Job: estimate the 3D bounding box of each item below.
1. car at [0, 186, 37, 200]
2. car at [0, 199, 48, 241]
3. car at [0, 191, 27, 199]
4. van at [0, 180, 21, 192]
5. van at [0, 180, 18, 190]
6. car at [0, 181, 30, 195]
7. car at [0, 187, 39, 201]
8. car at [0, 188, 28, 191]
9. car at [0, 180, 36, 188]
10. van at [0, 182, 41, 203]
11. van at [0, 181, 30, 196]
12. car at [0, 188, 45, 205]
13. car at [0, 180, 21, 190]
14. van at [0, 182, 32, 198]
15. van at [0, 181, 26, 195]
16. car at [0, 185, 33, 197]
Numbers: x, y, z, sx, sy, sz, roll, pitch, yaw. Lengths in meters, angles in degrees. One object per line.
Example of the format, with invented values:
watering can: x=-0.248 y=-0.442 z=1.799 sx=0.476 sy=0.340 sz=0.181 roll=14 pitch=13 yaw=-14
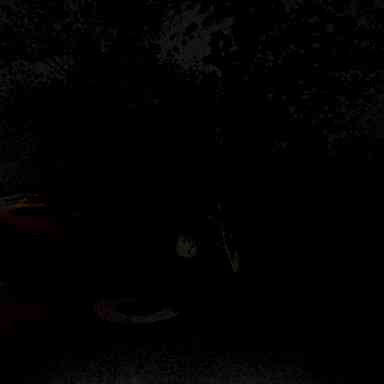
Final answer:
car: x=-20.976 y=0.099 z=39.060 sx=4.792 sy=1.488 sz=2.163 roll=1 pitch=2 yaw=-31
car: x=-7.012 y=1.265 z=15.316 sx=5.008 sy=1.535 sz=2.097 roll=1 pitch=2 yaw=-31
car: x=-8.382 y=1.019 z=17.716 sx=4.553 sy=1.767 sz=2.185 roll=1 pitch=2 yaw=-31
van: x=-35.021 y=-1.150 z=63.049 sx=4.442 sy=1.987 sz=1.878 roll=1 pitch=1 yaw=-31
van: x=-40.647 y=-1.542 z=72.587 sx=4.442 sy=1.987 sz=1.878 roll=1 pitch=1 yaw=-31
car: x=-28.047 y=-0.682 z=50.944 sx=5.566 sy=2.045 sz=2.435 roll=1 pitch=1 yaw=-31
car: x=-19.636 y=0.204 z=36.789 sx=4.792 sy=1.488 sz=2.163 roll=1 pitch=2 yaw=-31
car: x=-12.728 y=0.776 z=24.654 sx=5.366 sy=1.575 sz=1.946 roll=1 pitch=2 yaw=-31
car: x=-15.345 y=0.287 z=29.522 sx=5.566 sy=2.045 sz=2.435 roll=1 pitch=2 yaw=-31
van: x=-18.145 y=0.067 z=34.442 sx=4.442 sy=1.987 sz=1.878 roll=1 pitch=2 yaw=-31
van: x=-25.110 y=-0.458 z=46.250 sx=4.442 sy=1.987 sz=1.878 roll=1 pitch=2 yaw=-31
car: x=-16.810 y=0.445 z=31.885 sx=4.792 sy=1.488 sz=2.163 roll=1 pitch=2 yaw=-31
car: x=-39.364 y=-1.472 z=70.128 sx=5.566 sy=2.045 sz=2.435 roll=1 pitch=1 yaw=-31
van: x=-22.483 y=-0.262 z=41.353 sx=4.442 sy=1.987 sz=1.878 roll=1 pitch=2 yaw=-31
van: x=-26.718 y=-0.560 z=48.516 sx=4.442 sy=1.987 sz=1.878 roll=1 pitch=1 yaw=-31
car: x=-23.807 y=-0.136 z=43.814 sx=5.008 sy=1.535 sz=2.097 roll=1 pitch=1 yaw=-31
